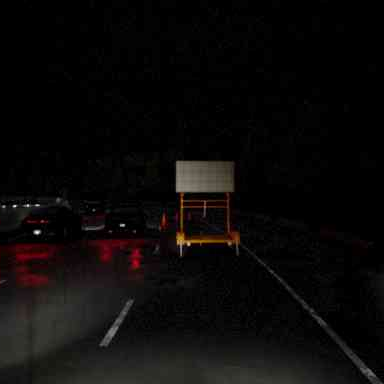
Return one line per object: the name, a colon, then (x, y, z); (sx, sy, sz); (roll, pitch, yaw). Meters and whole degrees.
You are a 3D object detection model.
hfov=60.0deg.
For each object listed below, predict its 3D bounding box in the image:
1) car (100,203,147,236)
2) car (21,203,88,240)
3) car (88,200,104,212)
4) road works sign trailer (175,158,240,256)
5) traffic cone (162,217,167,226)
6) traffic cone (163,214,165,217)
car: (-3.595, 1.472, 18.506); (1.882, 1.535, 5.008); (0, 0, -5)
car: (-6.958, 1.500, 16.976); (1.837, 1.490, 4.892); (0, 0, -4)
car: (-9.907, 1.516, 33.878); (1.812, 1.442, 4.674); (0, 0, -15)
road works sign trailer: (0.497, 0.461, 13.096); (2.380, 3.560, 2.880); (0, 0, -5)
traffic cone: (-1.630, 1.950, 19.929); (0.340, 0.580, 0.340); (0, 0, -5)
traffic cone: (-1.814, 1.950, 21.921); (0.340, 0.580, 0.340); (0, 0, -5)
